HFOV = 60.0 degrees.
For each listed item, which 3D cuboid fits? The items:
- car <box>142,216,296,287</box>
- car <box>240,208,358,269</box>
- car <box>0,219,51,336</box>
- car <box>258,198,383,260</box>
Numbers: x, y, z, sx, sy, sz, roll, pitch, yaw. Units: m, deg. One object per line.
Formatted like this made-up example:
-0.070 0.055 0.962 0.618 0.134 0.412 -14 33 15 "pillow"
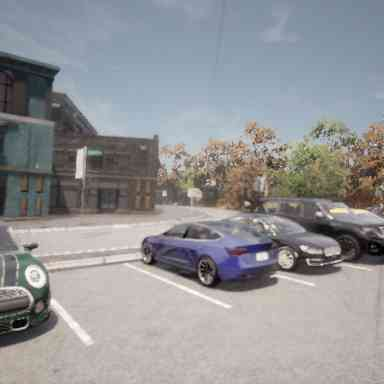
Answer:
0.289 1.555 9.689 2.163 1.488 4.792 0 0 -36 "car"
2.564 1.530 11.285 2.231 1.521 4.892 0 0 -36 "car"
-4.254 1.357 6.449 2.185 1.767 4.553 1 0 -36 "car"
4.855 1.271 12.877 2.435 2.045 5.566 0 0 -36 "car"
